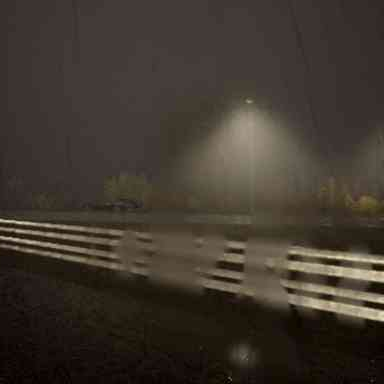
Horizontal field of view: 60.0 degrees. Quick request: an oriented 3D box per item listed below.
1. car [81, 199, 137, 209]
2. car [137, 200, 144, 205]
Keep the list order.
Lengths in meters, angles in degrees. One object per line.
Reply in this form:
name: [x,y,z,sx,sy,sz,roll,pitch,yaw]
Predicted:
car: [-8.011,1.402,31.169,4.718,1.301,1.895,0,0,13]
car: [-7.215,1.318,34.576,4.674,1.442,1.812,0,0,13]
